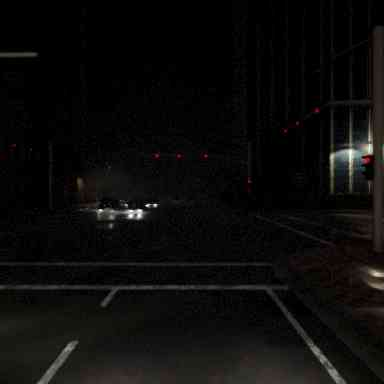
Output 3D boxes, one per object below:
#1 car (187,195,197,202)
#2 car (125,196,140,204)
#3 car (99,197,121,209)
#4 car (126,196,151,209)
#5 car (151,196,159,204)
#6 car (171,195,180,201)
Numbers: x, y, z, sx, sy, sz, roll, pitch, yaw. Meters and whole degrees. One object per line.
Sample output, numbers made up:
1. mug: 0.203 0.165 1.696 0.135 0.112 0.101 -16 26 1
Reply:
1. car: 0.003 1.302 69.982 1.812 1.442 4.674 0 0 0
2. car: -10.532 1.397 59.526 1.812 1.442 4.674 0 0 1
3. car: -10.642 1.412 43.232 1.837 1.490 4.892 0 0 2
4. car: -7.078 1.398 43.348 2.128 1.511 4.902 0 0 0
5. car: -7.035 1.435 59.583 1.994 1.385 4.181 0 0 1
6. car: -3.497 1.258 70.552 1.895 1.301 4.718 0 0 0
